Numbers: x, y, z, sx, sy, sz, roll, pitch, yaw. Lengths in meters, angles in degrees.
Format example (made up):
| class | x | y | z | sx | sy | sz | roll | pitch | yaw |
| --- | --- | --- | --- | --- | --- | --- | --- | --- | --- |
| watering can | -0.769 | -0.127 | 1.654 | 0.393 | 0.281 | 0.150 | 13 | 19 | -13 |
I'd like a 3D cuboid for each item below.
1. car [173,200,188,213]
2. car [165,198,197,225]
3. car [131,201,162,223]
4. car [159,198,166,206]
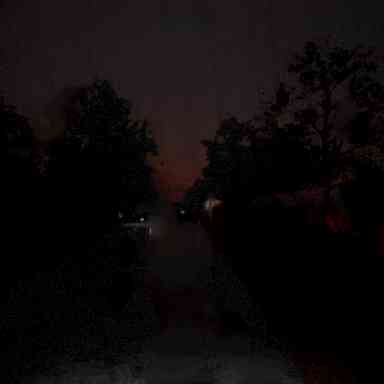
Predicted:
| class | x | y | z | sx | sy | sz | roll | pitch | yaw |
| --- | --- | --- | --- | --- | --- | --- | --- | --- | --- |
| car | -1.544 | 1.829 | 42.932 | 1.882 | 1.535 | 5.008 | 0 | -1 | -3 |
| car | -0.749 | 1.458 | 25.385 | 2.097 | 1.767 | 4.553 | 0 | 0 | -3 |
| car | -3.772 | 1.669 | 27.093 | 2.033 | 1.411 | 5.357 | 0 | -1 | -3 |
| car | -5.426 | 2.199 | 68.105 | 2.150 | 2.045 | 5.566 | 0 | -2 | -2 |
